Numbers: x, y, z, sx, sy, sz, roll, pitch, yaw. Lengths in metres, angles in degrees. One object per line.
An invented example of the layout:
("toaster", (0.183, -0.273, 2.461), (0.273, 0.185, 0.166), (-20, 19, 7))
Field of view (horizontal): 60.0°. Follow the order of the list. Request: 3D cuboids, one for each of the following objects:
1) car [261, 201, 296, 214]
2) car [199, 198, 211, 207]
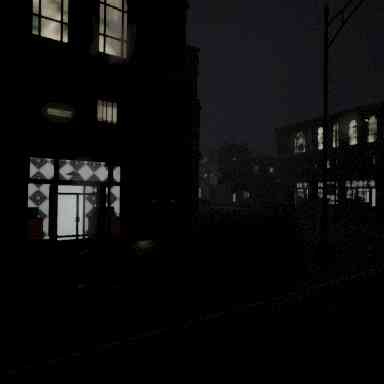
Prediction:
("car", (9.443, 1.622, 36.635), (2.008, 1.369, 4.403), (1, -1, -27))
("car", (1.376, 1.619, 52.117), (1.887, 1.381, 4.507), (1, -1, -27))
